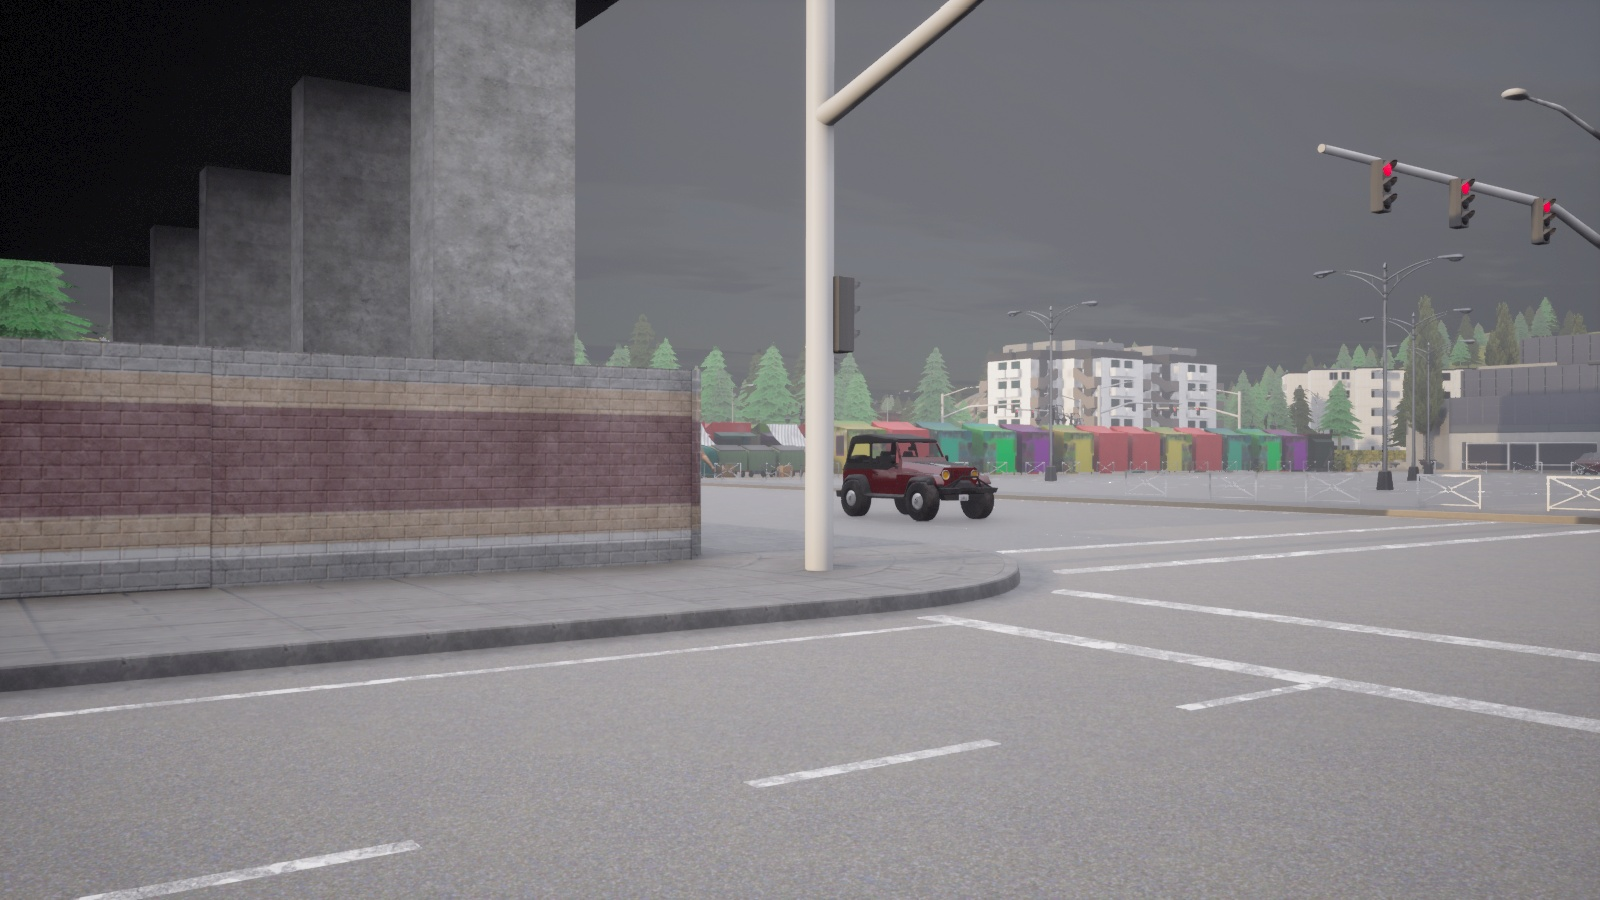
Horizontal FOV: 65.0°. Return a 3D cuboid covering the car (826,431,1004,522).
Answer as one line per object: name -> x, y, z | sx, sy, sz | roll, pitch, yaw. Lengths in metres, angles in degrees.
car -> 2.491, 0.549, 28.043 | 1.905, 1.878, 3.866 | 0, 0, -35
